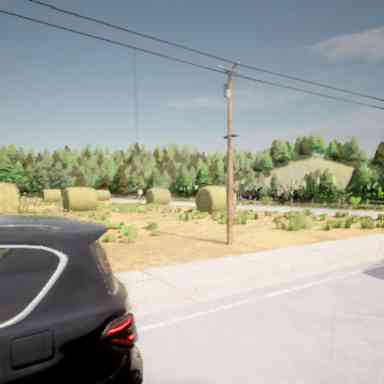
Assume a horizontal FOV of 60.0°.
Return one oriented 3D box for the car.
[{"bbox_3d":[-2.994,1.224,1.852,5.566,2.045,2.150,0,0,-35],"label":"car"}]
